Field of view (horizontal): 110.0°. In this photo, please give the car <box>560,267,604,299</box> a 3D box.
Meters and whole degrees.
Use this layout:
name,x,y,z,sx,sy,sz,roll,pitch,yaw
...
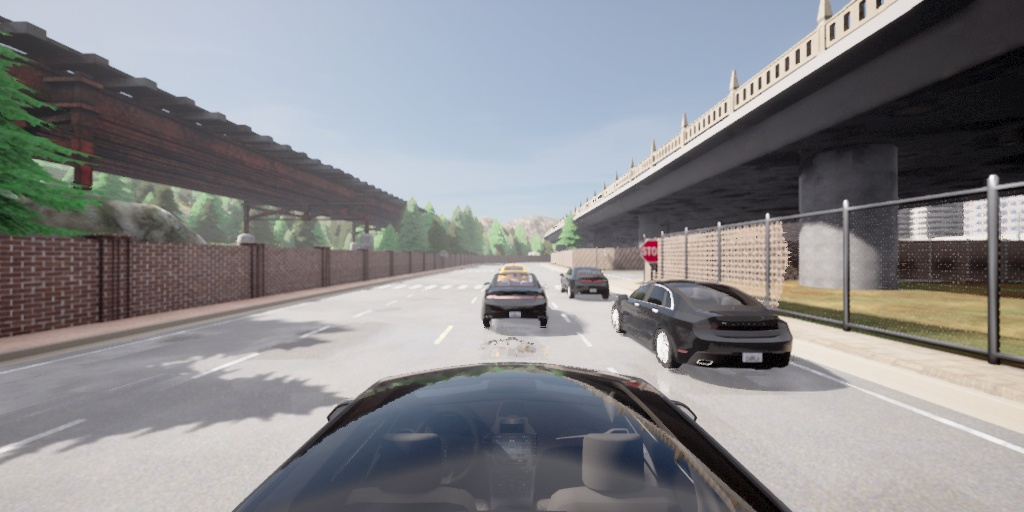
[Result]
name,x,y,z,sx,sy,sz,roll,pitch,yaw
car,3.611,1.302,18.354,1.837,1.490,4.892,0,0,0

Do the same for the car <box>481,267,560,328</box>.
name,x,y,z,sx,sy,sz,roll,pitch,yaw
car,0.091,1.270,11.511,2.128,1.511,4.902,0,0,0

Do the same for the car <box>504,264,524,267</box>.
name,x,y,z,sx,sy,sz,roll,pitch,yaw
car,0.133,1.287,23.570,1.882,1.535,5.008,0,0,0

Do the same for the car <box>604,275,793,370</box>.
name,x,y,z,sx,sy,sz,roll,pitch,yaw
car,3.603,1.272,7.789,1.837,1.490,4.892,0,0,0
